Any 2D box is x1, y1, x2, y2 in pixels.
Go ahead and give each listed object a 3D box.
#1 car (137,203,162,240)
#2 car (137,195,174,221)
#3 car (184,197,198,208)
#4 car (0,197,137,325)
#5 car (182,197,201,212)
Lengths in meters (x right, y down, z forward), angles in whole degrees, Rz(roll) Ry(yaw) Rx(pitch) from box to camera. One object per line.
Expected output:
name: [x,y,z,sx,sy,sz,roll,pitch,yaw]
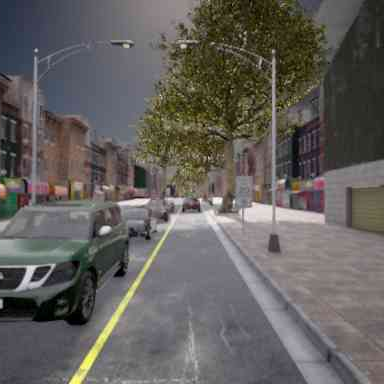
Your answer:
car: [-2.876,1.545,17.374,1.837,1.490,4.892,0,0,0]
car: [-2.872,1.359,27.058,2.097,1.767,4.553,0,0,0]
car: [-0.099,1.513,49.037,1.994,1.385,4.181,0,0,0]
car: [-2.846,1.251,7.507,2.150,2.045,5.566,0,0,0]
car: [-0.079,1.329,38.409,2.097,1.767,4.553,0,0,0]
